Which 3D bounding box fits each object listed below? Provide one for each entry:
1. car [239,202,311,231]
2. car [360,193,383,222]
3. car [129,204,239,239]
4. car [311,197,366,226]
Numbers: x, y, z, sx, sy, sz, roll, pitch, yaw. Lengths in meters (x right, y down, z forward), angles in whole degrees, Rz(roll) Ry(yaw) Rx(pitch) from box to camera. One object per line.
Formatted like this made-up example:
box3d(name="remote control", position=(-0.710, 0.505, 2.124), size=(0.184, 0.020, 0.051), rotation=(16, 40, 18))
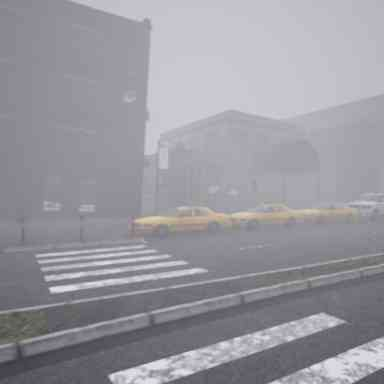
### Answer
box3d(name="car", position=(4.294, 1.375, 19.717), size=(5.366, 1.575, 1.946), rotation=(0, 0, -31))
box3d(name="car", position=(14.060, 1.085, 25.466), size=(5.566, 2.045, 2.435), rotation=(0, 0, -31))
box3d(name="car", position=(-0.470, 1.398, 16.922), size=(5.366, 1.575, 1.946), rotation=(0, 0, -30))
box3d(name="car", position=(9.054, 1.354, 22.521), size=(5.366, 1.575, 1.946), rotation=(0, 0, -30))
